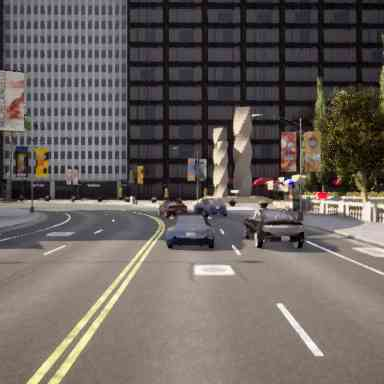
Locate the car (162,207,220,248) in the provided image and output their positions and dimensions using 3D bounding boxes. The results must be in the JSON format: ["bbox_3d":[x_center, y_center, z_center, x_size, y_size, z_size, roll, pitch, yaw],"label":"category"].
[{"bbox_3d":[-0.053,1.572,14.651,1.994,1.385,4.181,0,0,0],"label":"car"}]

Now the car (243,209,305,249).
[{"bbox_3d":[3.447,1.495,14.654,2.128,1.511,4.902,0,0,0],"label":"car"}]

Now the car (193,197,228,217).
[{"bbox_3d":[1.592,1.366,30.967,2.097,1.767,4.553,0,0,-17],"label":"car"}]

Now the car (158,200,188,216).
[{"bbox_3d":[-1.770,1.485,29.991,1.882,1.535,5.008,0,0,-17],"label":"car"}]
